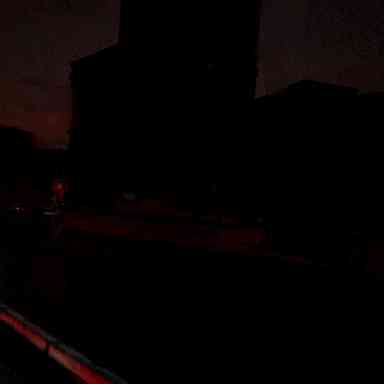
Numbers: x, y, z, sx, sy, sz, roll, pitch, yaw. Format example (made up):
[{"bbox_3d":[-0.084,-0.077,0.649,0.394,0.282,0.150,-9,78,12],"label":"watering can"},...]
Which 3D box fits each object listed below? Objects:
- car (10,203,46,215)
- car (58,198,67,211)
[{"bbox_3d":[-19.813,2.013,40.529,2.033,1.411,5.357,4,-1,3],"label":"car"},{"bbox_3d":[-18.270,2.048,51.825,2.150,2.045,5.566,5,-1,19],"label":"car"}]
